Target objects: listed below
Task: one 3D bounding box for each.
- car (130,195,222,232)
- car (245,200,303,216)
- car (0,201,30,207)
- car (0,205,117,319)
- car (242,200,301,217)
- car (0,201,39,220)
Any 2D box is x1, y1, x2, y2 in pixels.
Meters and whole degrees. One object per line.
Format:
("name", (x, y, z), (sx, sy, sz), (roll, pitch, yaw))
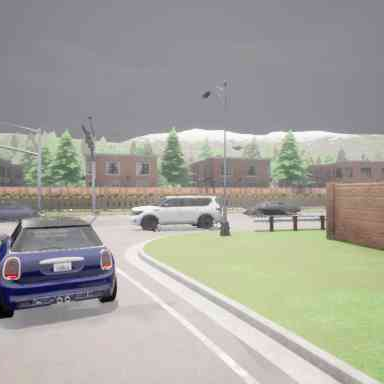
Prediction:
("car", (-0.925, 1.223, 20.132), (5.566, 2.045, 2.150), (0, 0, -14))
("car", (8.146, 1.547, 33.172), (5.357, 1.411, 2.033), (0, 0, -14))
("car", (-13.414, 1.563, 24.273), (4.181, 1.385, 1.994), (0, 0, -14))
("car", (-3.309, 1.352, 7.770), (2.097, 1.767, 4.553), (0, 0, -29))
("car", (6.848, 1.491, 29.249), (4.902, 1.511, 2.128), (0, 0, -14))
("car", (-15.435, 1.504, 27.380), (4.892, 1.490, 1.837), (0, 0, -14))
